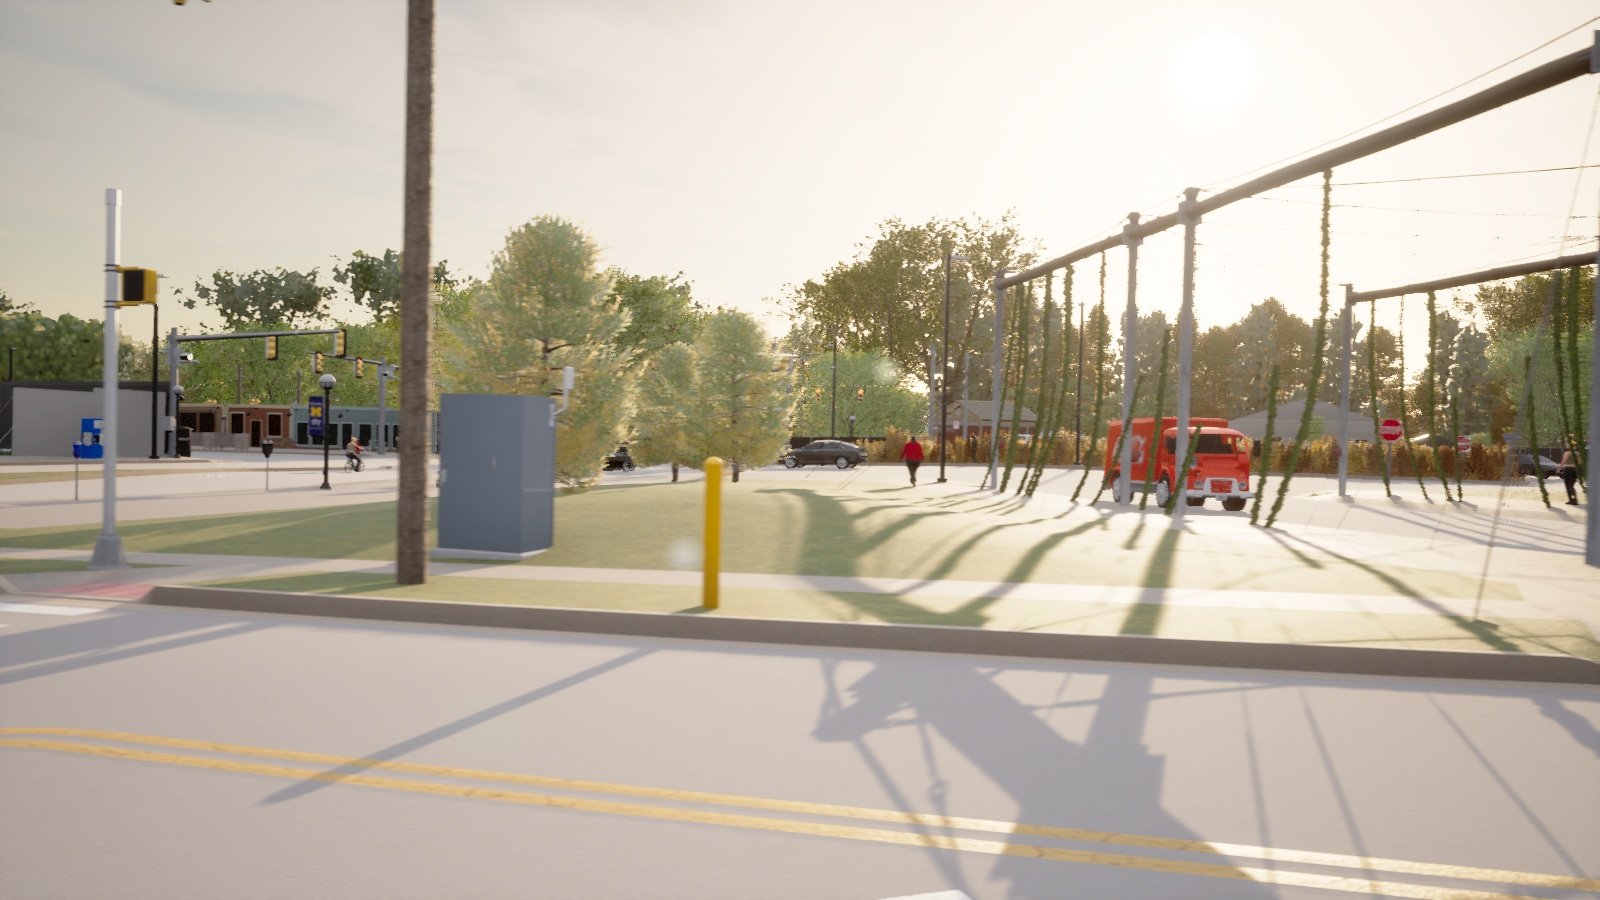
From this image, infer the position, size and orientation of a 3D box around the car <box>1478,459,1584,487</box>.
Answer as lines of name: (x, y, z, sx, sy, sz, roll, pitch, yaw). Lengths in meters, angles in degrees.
car: (42.969, 1.309, 73.942, 2.033, 1.411, 5.357, 1, 1, -18)

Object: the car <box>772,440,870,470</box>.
car: (1.113, 0.255, 66.764, 4.892, 1.490, 1.837, 0, 1, 18)

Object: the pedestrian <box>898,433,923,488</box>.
pedestrian: (3.838, 0.359, 43.511, 0.634, 1.844, 0.899, 2, 1, -6)

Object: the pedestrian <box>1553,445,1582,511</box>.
pedestrian: (21.710, 0.793, 35.543, 0.345, 1.836, 0.594, 2, 1, -5)

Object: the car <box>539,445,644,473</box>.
car: (-10.086, 0.404, 60.977, 4.718, 1.301, 1.895, 0, 1, -42)

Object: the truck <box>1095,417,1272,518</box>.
truck: (10.276, 0.435, 34.210, 2.627, 2.467, 5.204, 2, 0, -7)
